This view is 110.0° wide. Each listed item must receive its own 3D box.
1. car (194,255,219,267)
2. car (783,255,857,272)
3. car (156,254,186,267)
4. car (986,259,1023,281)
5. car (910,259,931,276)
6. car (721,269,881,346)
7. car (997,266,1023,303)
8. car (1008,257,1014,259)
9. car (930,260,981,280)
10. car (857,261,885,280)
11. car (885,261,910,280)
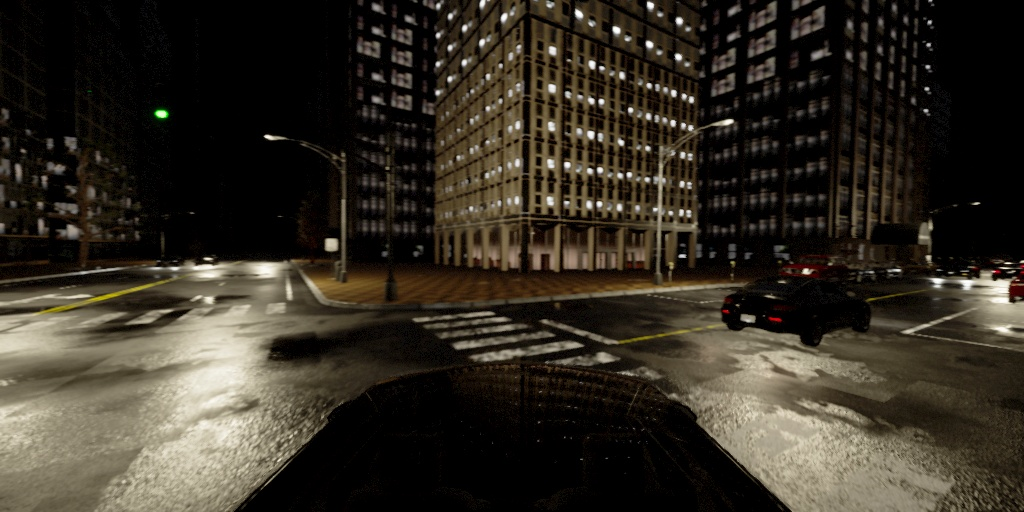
[{"bbox_3d":[-37.203,0.532,43.827,2.033,1.411,5.357,0,1,-32],"label":"car"},{"bbox_3d":[18.415,0.838,21.789,5.009,1.841,2.192,0,0,-30],"label":"car"},{"bbox_3d":[-39.947,0.523,42.085,1.812,1.442,4.674,0,1,-32],"label":"car"},{"bbox_3d":[37.084,1.188,26.351,5.357,1.411,2.033,0,2,-30],"label":"car"},{"bbox_3d":[37.404,1.005,32.778,4.829,1.417,1.751,0,0,-30],"label":"car"},{"bbox_3d":[7.275,1.226,9.179,4.674,1.442,1.812,0,2,-30],"label":"car"},{"bbox_3d":[22.361,1.293,14.971,4.507,1.381,1.888,0,0,-30],"label":"car"},{"bbox_3d":[46.303,1.108,31.718,4.902,1.511,2.128,0,2,-29],"label":"car"},{"bbox_3d":[36.364,1.064,29.189,4.892,1.490,1.837,0,2,-30],"label":"car"},{"bbox_3d":[23.199,1.064,24.557,4.403,1.370,2.007,0,0,-30],"label":"car"},{"bbox_3d":[27.983,1.053,27.326,4.403,1.370,2.007,0,0,-30],"label":"car"}]
